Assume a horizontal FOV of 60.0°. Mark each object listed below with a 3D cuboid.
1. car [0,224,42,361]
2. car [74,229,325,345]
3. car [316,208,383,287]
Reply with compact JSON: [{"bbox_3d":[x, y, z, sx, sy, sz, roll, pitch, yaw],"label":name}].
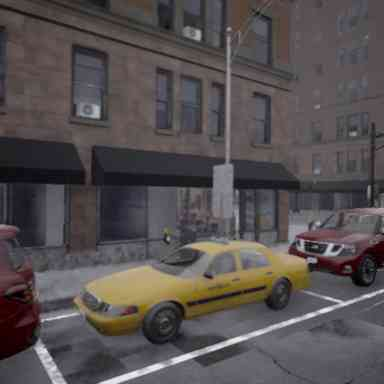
[{"bbox_3d":[-4.167,1.297,3.228,5.009,1.841,2.192,1,0,-36],"label":"car"},{"bbox_3d":[0.313,1.568,6.427,4.829,1.417,1.752,1,0,-36],"label":"car"},{"bbox_3d":[5.075,1.421,9.826,5.009,1.841,2.192,1,0,-36],"label":"car"}]
